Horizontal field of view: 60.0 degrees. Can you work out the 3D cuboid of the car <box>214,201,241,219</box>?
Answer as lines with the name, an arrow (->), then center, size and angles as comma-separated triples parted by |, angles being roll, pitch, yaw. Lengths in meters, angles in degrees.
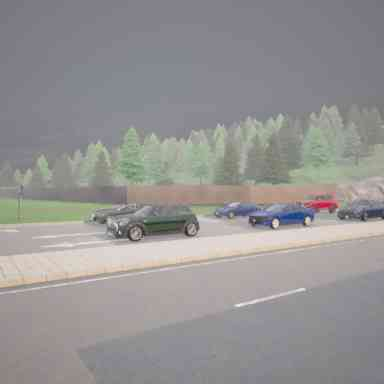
car -> 4.061, 1.526, 28.930 | 4.674, 1.442, 1.812 | 0, 0, -33

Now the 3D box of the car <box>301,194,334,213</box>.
car -> 12.934, 1.221, 34.845 | 5.566, 2.045, 2.150 | 0, 0, -33

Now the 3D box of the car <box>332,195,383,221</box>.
car -> 13.899, 1.352, 27.081 | 4.553, 1.767, 2.097 | 0, 0, -34

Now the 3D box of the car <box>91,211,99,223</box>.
car -> -4.506, 1.491, 23.207 | 4.902, 1.511, 2.128 | 0, 0, -34

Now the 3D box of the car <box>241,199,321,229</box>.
car -> 5.871, 1.478, 21.727 | 5.008, 1.535, 1.882 | 0, 0, -34

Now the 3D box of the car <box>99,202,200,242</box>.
car -> -1.905, 1.352, 16.534 | 4.553, 1.767, 2.097 | 0, 0, -34
